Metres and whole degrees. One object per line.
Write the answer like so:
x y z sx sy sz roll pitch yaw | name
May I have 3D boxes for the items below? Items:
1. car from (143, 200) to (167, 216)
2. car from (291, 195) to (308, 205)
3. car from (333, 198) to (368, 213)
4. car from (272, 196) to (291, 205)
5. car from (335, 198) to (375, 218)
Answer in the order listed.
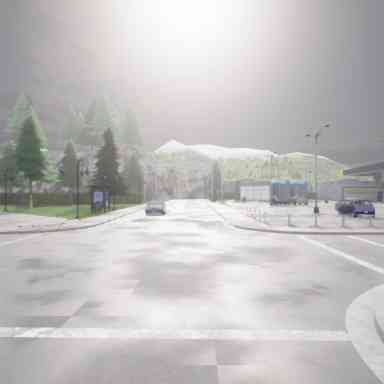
-3.541 1.533 33.205 1.812 1.442 4.674 0 0 0 | car
17.270 1.330 54.461 2.152 1.636 5.027 0 0 0 | car
16.963 1.384 35.797 1.970 1.475 3.806 0 0 0 | car
14.133 1.339 54.436 2.007 1.523 4.514 0 0 0 | car
13.919 1.373 28.402 1.845 1.501 3.633 0 0 0 | car
